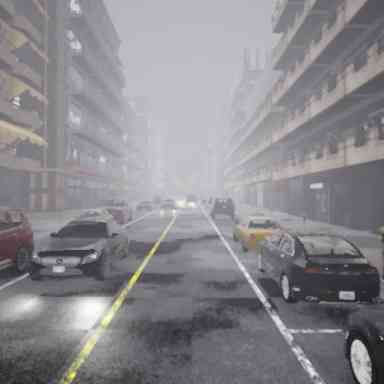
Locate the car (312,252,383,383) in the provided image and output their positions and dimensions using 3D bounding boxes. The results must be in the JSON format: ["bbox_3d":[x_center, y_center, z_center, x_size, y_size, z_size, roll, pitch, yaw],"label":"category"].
[{"bbox_3d":[2.700,1.555,2.398,2.008,1.369,4.403,1,0,0],"label":"car"}]

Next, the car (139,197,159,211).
[{"bbox_3d":[-5.688,1.646,41.405,1.947,1.339,4.313,1,0,0],"label":"car"}]

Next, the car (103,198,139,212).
[{"bbox_3d":[-5.682,1.362,24.702,2.192,1.841,5.009,1,0,0],"label":"car"}]

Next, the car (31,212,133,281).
[{"bbox_3d":[-3.084,1.544,10.035,1.812,1.442,4.674,0,0,0],"label":"car"}]

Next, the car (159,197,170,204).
[{"bbox_3d":[-5.694,1.723,69.244,1.802,1.307,4.206,1,0,0],"label":"car"}]

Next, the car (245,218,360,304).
[{"bbox_3d":[2.699,1.565,7.966,2.008,1.369,4.403,1,0,0],"label":"car"}]

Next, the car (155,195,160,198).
[{"bbox_3d":[-5.688,1.431,58.109,2.192,1.841,5.009,1,0,0],"label":"car"}]

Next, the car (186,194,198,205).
[{"bbox_3d":[-0.013,1.373,64.461,2.150,2.045,5.566,0,0,0],"label":"car"}]

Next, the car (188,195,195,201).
[{"bbox_3d":[-0.017,1.593,87.081,1.812,1.442,4.674,0,0,0],"label":"car"}]

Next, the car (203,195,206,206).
[{"bbox_3d":[2.990,1.554,49.834,1.801,1.575,5.366,0,0,0],"label":"car"}]

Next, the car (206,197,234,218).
[{"bbox_3d":[2.698,1.372,30.238,2.192,1.841,5.009,1,0,0],"label":"car"}]

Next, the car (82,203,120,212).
[{"bbox_3d":[-5.683,1.561,18.963,1.752,1.417,4.829,1,0,0],"label":"car"}]

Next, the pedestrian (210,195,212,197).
[{"bbox_3d":[2.990,1.398,52.839,0.375,1.860,0.375,1,-1,-3],"label":"pedestrian"}]

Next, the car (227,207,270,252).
[{"bbox_3d":[2.699,1.551,13.704,1.752,1.417,4.829,1,0,0],"label":"car"}]

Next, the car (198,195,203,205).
[{"bbox_3d":[2.687,1.694,63.645,1.947,1.339,4.313,1,0,0],"label":"car"}]

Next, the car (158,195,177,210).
[{"bbox_3d":[-3.093,1.564,44.552,1.882,1.535,5.008,0,0,0],"label":"car"}]

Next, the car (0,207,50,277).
[{"bbox_3d":[-5.678,1.330,7.998,2.192,1.841,5.009,1,0,0],"label":"car"}]
